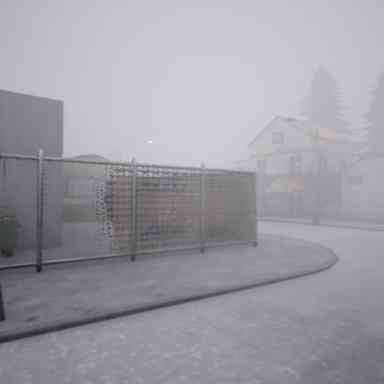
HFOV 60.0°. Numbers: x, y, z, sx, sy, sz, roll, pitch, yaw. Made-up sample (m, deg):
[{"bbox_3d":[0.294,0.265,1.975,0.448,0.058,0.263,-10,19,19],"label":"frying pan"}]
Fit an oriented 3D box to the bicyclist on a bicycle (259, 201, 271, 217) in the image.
[{"bbox_3d":[7.066,1.657,32.293,1.656,1.620,0.582,1,0,-35],"label":"bicyclist on a bicycle"}]
